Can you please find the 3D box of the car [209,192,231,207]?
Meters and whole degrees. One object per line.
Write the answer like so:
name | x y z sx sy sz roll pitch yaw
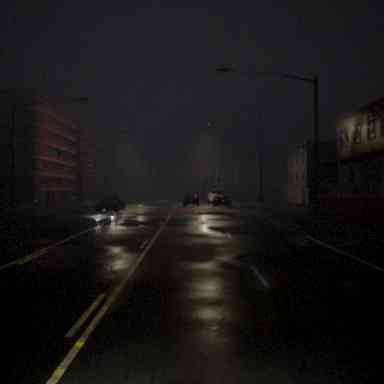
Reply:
car | 3.423 0.959 38.623 1.994 1.385 4.181 0 0 0

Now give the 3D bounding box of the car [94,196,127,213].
car | -7.149 1.022 29.712 2.033 1.411 5.357 0 1 0

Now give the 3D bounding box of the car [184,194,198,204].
car | -0.094 1.032 49.021 1.994 1.385 4.181 0 -1 0

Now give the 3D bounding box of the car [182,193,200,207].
car | -0.076 0.890 38.198 2.128 1.511 4.902 0 0 0

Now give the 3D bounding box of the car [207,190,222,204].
car | 3.403 0.685 48.726 2.150 2.045 5.566 0 -1 0
